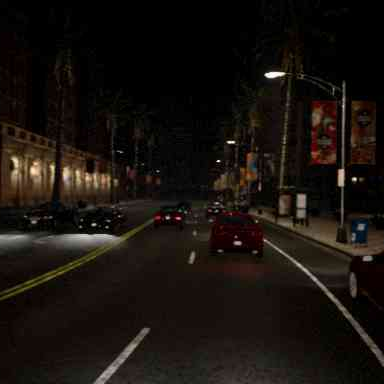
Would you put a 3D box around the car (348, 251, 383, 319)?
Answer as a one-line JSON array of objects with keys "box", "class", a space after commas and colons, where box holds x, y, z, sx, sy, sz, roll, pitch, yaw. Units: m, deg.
[{"box": [4.111, 1.589, 5.452, 1.882, 1.535, 5.008, 1, 0, 10], "class": "car"}]

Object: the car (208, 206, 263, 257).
[{"box": [1.707, 1.576, 13.623, 1.882, 1.535, 5.008, 1, 0, 4], "class": "car"}]

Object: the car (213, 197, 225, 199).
[{"box": [5.894, 1.784, 67.299, 2.185, 1.767, 4.553, 1, 0, 1], "class": "car"}]

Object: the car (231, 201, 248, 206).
[{"box": [5.356, 1.767, 37.929, 2.231, 1.521, 4.892, 1, 0, 1], "class": "car"}]

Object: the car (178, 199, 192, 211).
[{"box": [-1.030, 1.667, 43.620, 2.128, 1.511, 4.902, 1, 0, 1], "class": "car"}]

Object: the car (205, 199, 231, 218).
[{"box": [2.264, 1.741, 32.089, 2.033, 1.411, 5.357, 1, 0, 1], "class": "car"}]

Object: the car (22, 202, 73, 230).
[{"box": [-8.602, 1.404, 20.669, 2.128, 1.511, 4.902, 1, 0, 1], "class": "car"}]

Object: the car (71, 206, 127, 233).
[{"box": [-5.133, 1.544, 19.535, 1.994, 1.385, 4.181, 1, 0, 2], "class": "car"}]

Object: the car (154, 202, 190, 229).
[{"box": [-1.412, 1.619, 22.463, 2.033, 1.411, 5.357, 1, 0, 1], "class": "car"}]

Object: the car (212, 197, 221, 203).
[{"box": [6.590, 2.057, 89.219, 2.161, 1.482, 4.786, 1, 0, 1], "class": "car"}]
